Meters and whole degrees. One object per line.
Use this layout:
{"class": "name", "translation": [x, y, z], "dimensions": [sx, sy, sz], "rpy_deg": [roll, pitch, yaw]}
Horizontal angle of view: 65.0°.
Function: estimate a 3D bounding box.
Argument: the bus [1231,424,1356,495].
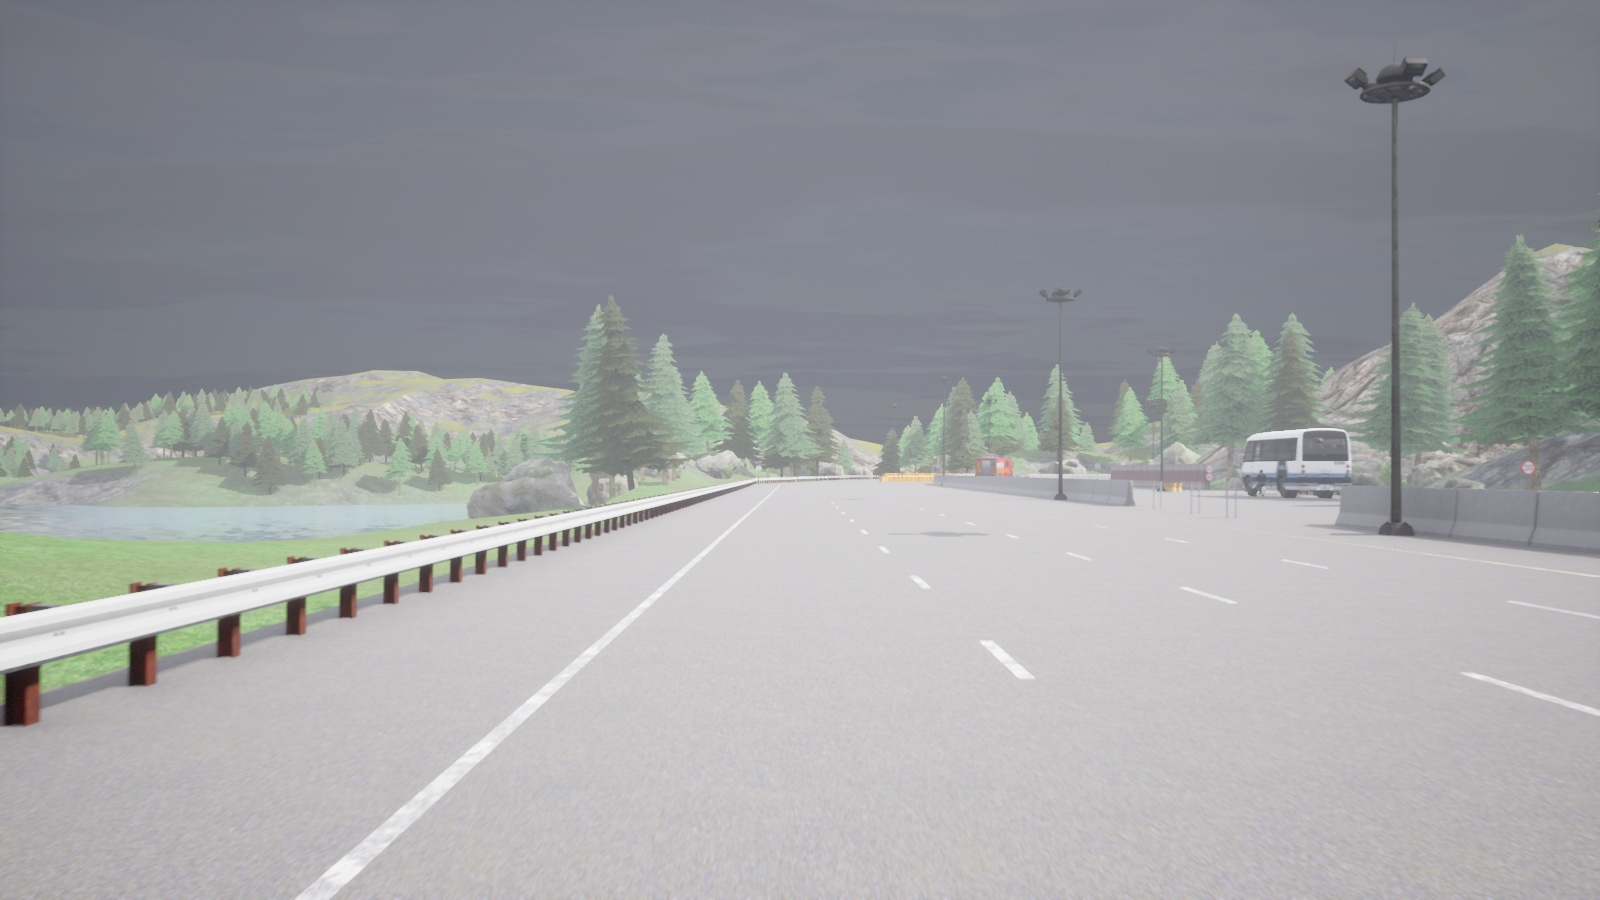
{"class": "bus", "translation": [31.307, 0.658, 80.330], "dimensions": [3.944, 4.253, 10.273], "rpy_deg": [0, -1, 0]}
